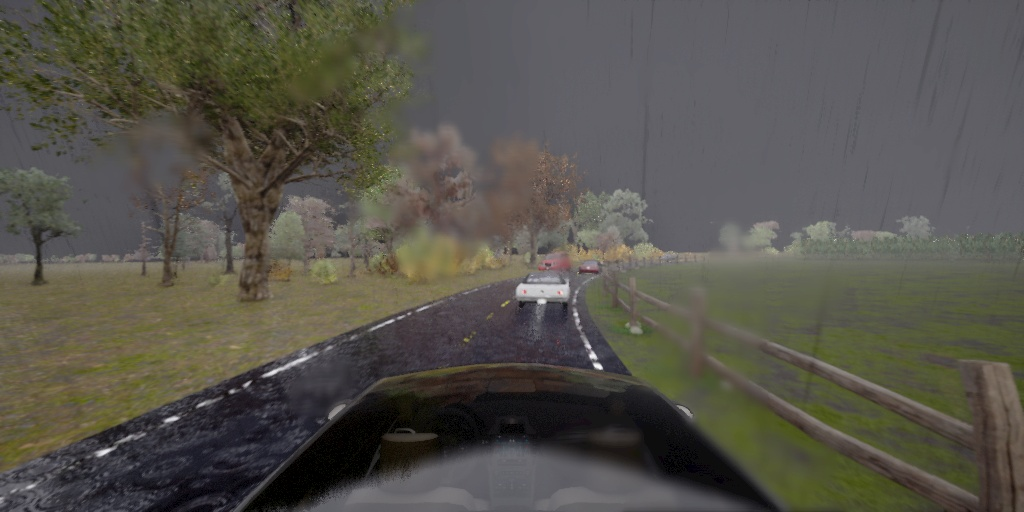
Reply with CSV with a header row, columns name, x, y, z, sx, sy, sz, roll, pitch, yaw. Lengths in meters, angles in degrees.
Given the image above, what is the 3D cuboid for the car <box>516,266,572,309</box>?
name,x,y,z,sx,sy,sz,roll,pitch,yaw
car,1.406,1.291,14.754,1.895,1.301,4.718,0,0,9

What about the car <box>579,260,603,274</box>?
name,x,y,z,sx,sy,sz,roll,pitch,yaw
car,8.145,1.063,36.092,1.994,1.385,4.181,0,1,25

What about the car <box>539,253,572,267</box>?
name,x,y,z,sx,sy,sz,roll,pitch,yaw
car,4.342,0.730,34.966,2.150,2.045,5.566,0,1,23
